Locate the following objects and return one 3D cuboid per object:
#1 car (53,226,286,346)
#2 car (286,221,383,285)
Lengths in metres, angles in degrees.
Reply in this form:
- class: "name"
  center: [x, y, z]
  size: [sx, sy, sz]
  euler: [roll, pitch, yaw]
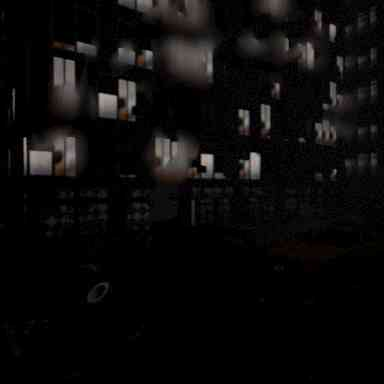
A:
- class: "car"
  center: [-0.403, 1.443, 6.285]
  size: [4.097, 1.590, 1.967]
  euler: [0, -1, -36]
- class: "car"
  center: [4.084, 1.534, 9.488]
  size: [4.829, 1.417, 1.752]
  euler: [0, -1, -36]
